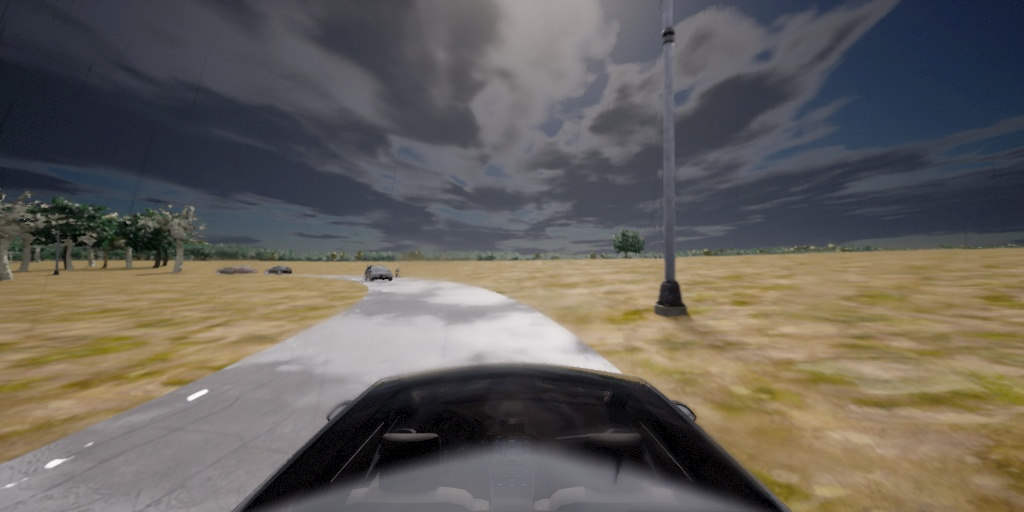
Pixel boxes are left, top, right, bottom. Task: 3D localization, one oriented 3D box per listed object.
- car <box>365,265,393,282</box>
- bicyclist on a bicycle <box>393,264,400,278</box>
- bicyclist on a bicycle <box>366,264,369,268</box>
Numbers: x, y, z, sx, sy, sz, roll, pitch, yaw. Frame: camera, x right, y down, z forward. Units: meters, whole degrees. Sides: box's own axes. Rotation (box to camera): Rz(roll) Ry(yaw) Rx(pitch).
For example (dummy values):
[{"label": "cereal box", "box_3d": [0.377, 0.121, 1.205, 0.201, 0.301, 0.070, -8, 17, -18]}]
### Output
[{"label": "car", "box_3d": [-12.312, 1.599, 33.041, 1.837, 1.490, 4.892, 1, -2, -32]}, {"label": "bicyclist on a bicycle", "box_3d": [-13.248, 1.740, 41.451, 0.866, 1.612, 1.509, 1, -2, -39]}, {"label": "bicyclist on a bicycle", "box_3d": [-19.406, 1.928, 48.267, 1.656, 1.620, 0.582, -2, -3, 44]}]
